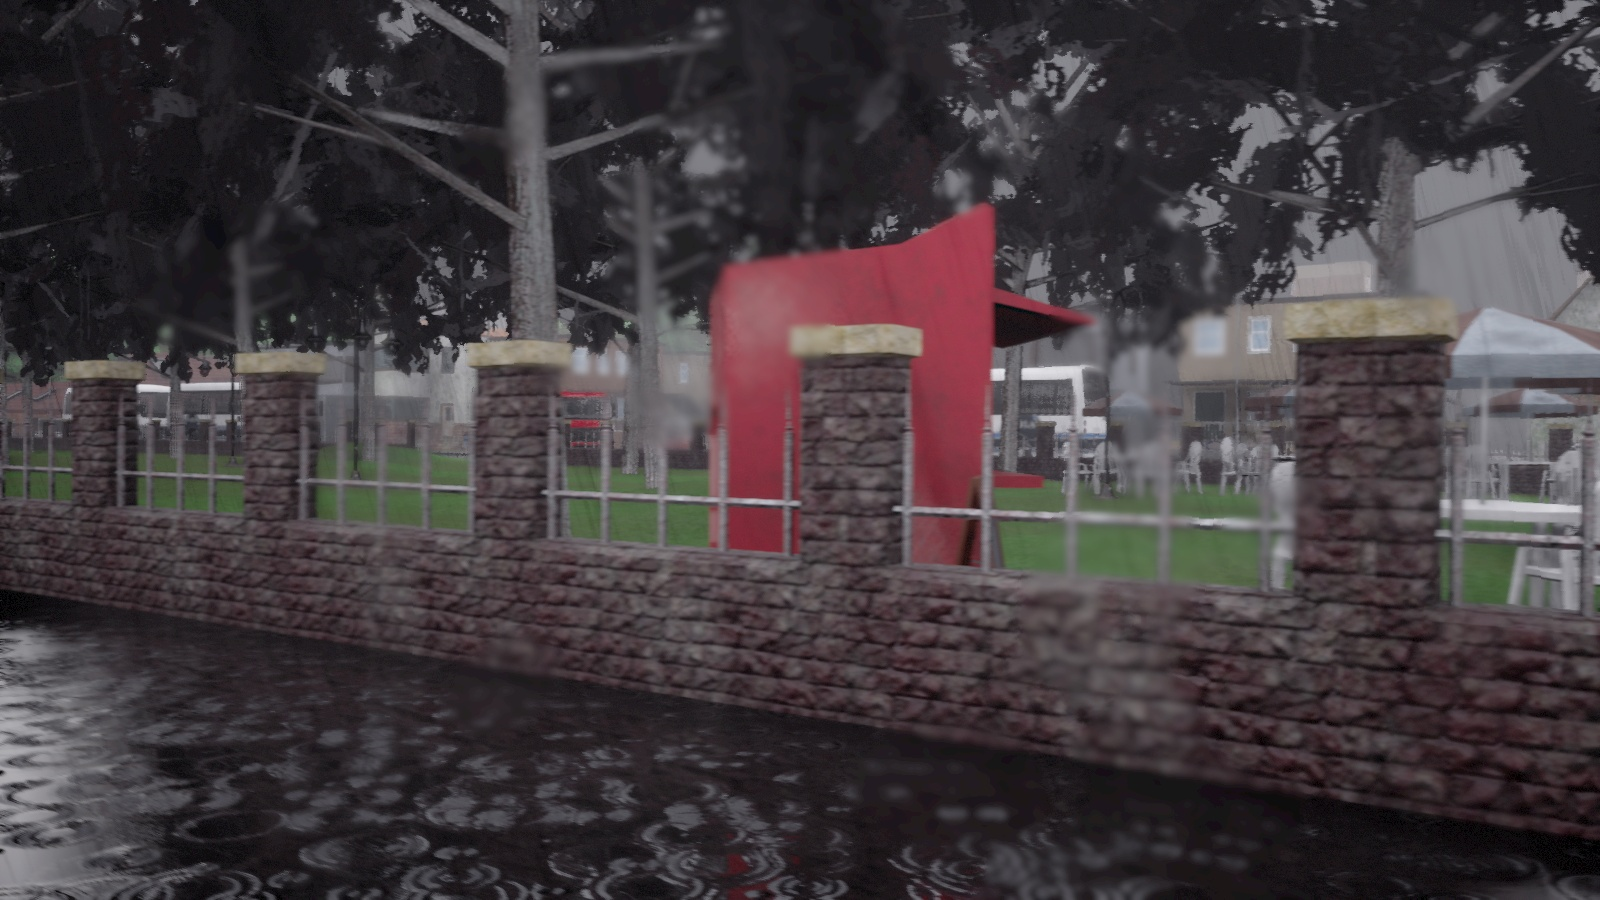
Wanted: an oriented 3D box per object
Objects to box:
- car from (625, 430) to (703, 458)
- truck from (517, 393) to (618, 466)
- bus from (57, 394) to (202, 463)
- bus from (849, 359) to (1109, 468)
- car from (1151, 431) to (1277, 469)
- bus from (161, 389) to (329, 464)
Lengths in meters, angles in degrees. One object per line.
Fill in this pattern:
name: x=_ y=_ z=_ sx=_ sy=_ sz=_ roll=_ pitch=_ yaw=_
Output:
car: x=-8.247 y=-0.393 z=76.377 sx=2.242 sy=1.667 sz=4.611 roll=0 pitch=1 yaw=34
truck: x=-11.886 y=-1.012 z=63.618 sx=2.891 sy=3.462 sz=7.936 roll=-1 pitch=1 yaw=-27
bus: x=-44.159 y=-1.372 z=82.578 sx=10.273 sy=4.253 sz=3.944 roll=0 pitch=1 yaw=34
bus: x=7.500 y=-1.444 z=53.543 sx=10.273 sy=4.253 sz=3.944 roll=0 pitch=1 yaw=35
car: x=15.821 y=-0.004 z=48.044 sx=4.181 sy=1.385 sz=1.994 roll=0 pitch=1 yaw=33
bus: x=-33.523 y=-1.376 z=75.772 sx=10.273 sy=4.253 sz=3.944 roll=0 pitch=1 yaw=30
